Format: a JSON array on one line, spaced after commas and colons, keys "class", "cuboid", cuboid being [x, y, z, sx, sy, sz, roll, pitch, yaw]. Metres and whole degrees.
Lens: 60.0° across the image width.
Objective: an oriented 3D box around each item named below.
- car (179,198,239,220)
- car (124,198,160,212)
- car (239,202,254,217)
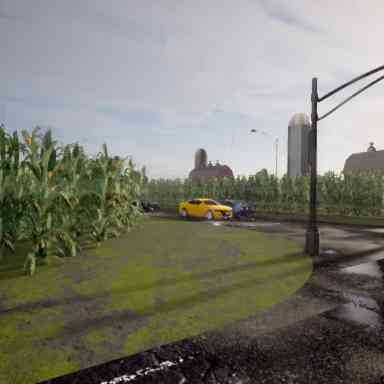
[{"class": "car", "cuboid": [1.012, 1.278, 25.998, 1.882, 1.535, 5.008, 2, 0, -38]}, {"class": "car", "cuboid": [-5.176, 1.321, 33.931, 1.895, 1.301, 4.718, 2, 0, -38]}, {"class": "car", "cuboid": [3.002, 1.413, 29.453, 2.033, 1.411, 5.357, 2, 0, -38]}]
